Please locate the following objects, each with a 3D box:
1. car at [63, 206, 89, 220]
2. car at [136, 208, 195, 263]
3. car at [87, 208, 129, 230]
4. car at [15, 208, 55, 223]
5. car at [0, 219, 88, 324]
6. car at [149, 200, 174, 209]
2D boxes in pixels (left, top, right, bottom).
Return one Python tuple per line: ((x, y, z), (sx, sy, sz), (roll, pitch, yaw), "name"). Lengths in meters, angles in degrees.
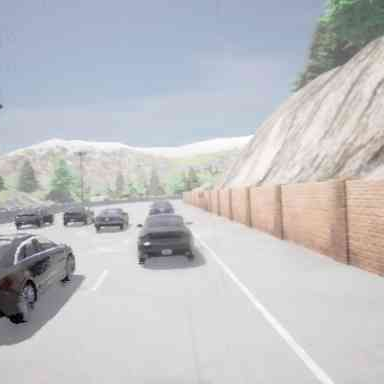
((-9.584, 1.981, 28.420), (1.837, 1.490, 4.892), (-3, 0, -5), "car")
((-0.996, 1.566, 12.388), (1.837, 1.490, 4.892), (-3, 0, -5), "car")
((-5.621, 1.836, 23.627), (2.033, 1.411, 5.357), (-3, 0, -5), "car")
((-13.040, 2.127, 27.815), (2.128, 1.511, 4.902), (-3, 0, -5), "car")
((-4.049, 1.687, 7.414), (2.128, 1.511, 4.902), (-3, 0, -5), "car")
((-2.584, 1.507, 28.583), (2.097, 1.767, 4.553), (-3, 0, -5), "car")
